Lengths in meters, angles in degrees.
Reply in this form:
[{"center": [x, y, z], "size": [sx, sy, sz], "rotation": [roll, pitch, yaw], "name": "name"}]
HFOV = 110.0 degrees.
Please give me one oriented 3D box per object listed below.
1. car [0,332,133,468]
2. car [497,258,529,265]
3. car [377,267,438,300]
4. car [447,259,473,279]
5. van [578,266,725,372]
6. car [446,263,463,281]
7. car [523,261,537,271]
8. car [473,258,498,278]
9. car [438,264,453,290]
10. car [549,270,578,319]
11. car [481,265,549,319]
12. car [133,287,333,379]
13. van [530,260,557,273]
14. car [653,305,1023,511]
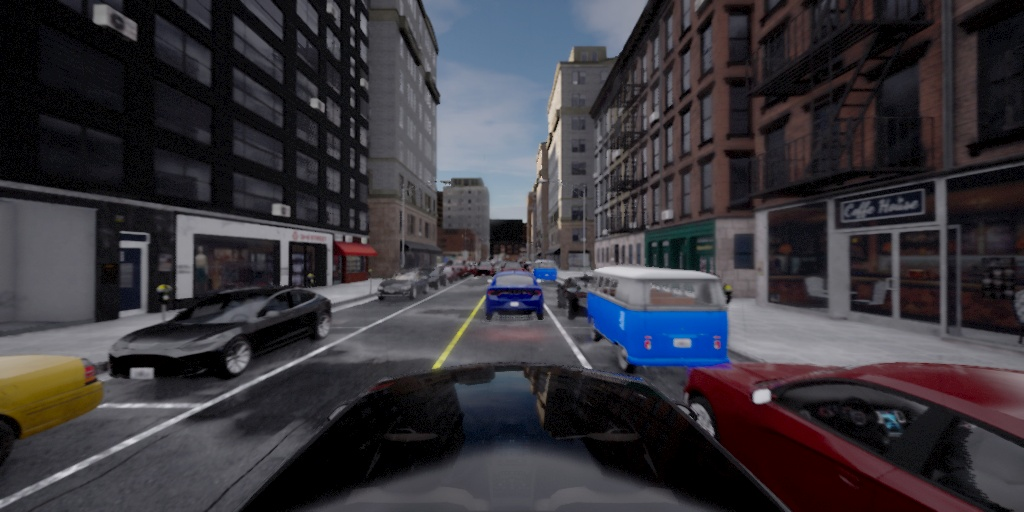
[{"center": [-5.388, 1.277, 1.821], "size": [1.751, 1.417, 4.829], "rotation": [0, 0, 0], "name": "car"}, {"center": [0.098, 1.249, 30.470], "size": [2.097, 1.767, 4.553], "rotation": [0, 0, 0], "name": "car"}, {"center": [-5.384, 1.386, 18.220], "size": [2.007, 1.370, 4.403], "rotation": [0, 0, 0], "name": "car"}, {"center": [-5.381, 1.232, 34.448], "size": [2.192, 1.841, 5.009], "rotation": [0, 0, 0], "name": "car"}, {"center": [2.638, 1.121, 7.400], "size": [1.690, 1.789, 3.998], "rotation": [0, 0, 0], "name": "van"}, {"center": [-5.382, 1.472, 29.039], "size": [1.802, 1.307, 4.207], "rotation": [0, 0, 0], "name": "car"}, {"center": [2.760, 1.500, 54.782], "size": [1.882, 1.535, 5.008], "rotation": [0, 0, 0], "name": "car"}, {"center": [-2.838, 1.285, 37.465], "size": [2.097, 1.767, 4.553], "rotation": [0, 0, 0], "name": "car"}, {"center": [-5.383, 1.428, 23.629], "size": [1.948, 1.339, 4.313], "rotation": [0, 0, 0], "name": "car"}, {"center": [2.640, 1.373, 12.809], "size": [1.948, 1.339, 4.313], "rotation": [0, 0, 0], "name": "car"}, {"center": [0.088, 1.287, 13.194], "size": [1.882, 1.535, 5.008], "rotation": [0, 0, 0], "name": "car"}, {"center": [-5.387, 1.346, 7.401], "size": [1.948, 1.339, 4.313], "rotation": [0, 0, 0], "name": "car"}, {"center": [2.643, 1.231, 29.037], "size": [1.690, 1.789, 3.998], "rotation": [0, 0, 0], "name": "van"}, {"center": [2.637, 1.297, 1.990], "size": [1.888, 1.381, 4.507], "rotation": [0, 0, 0], "name": "car"}]
